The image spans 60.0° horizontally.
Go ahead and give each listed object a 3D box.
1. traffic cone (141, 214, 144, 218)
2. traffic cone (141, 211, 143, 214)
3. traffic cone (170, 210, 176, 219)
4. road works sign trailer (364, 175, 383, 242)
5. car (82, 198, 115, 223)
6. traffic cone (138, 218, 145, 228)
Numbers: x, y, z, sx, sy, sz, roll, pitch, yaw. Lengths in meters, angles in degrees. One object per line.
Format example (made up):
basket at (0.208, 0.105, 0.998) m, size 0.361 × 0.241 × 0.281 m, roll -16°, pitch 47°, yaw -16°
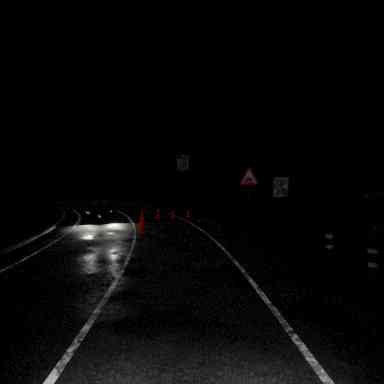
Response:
traffic cone at (-2.683, 1.610, 17.721) m, size 0.340 × 0.580 × 0.340 m, roll -1°, pitch 2°, yaw -8°
traffic cone at (-2.956, 1.558, 19.702) m, size 0.340 × 0.580 × 0.340 m, roll -1°, pitch 2°, yaw -8°
traffic cone at (-1.257, 1.453, 21.944) m, size 0.340 × 0.580 × 0.340 m, roll -1°, pitch 2°, yaw -7°
road works sign trailer at (7.394, 0.814, 10.789) m, size 2.380 × 2.880 × 3.560 m, roll 43°, pitch 2°, yaw -1°
car at (-6.157, 1.135, 21.936) m, size 1.812 × 1.442 × 4.674 m, roll -2°, pitch 2°, yaw -17°
traffic cone at (-2.410, 1.661, 15.740) m, size 0.340 × 0.580 × 0.340 m, roll -1°, pitch 2°, yaw -8°
